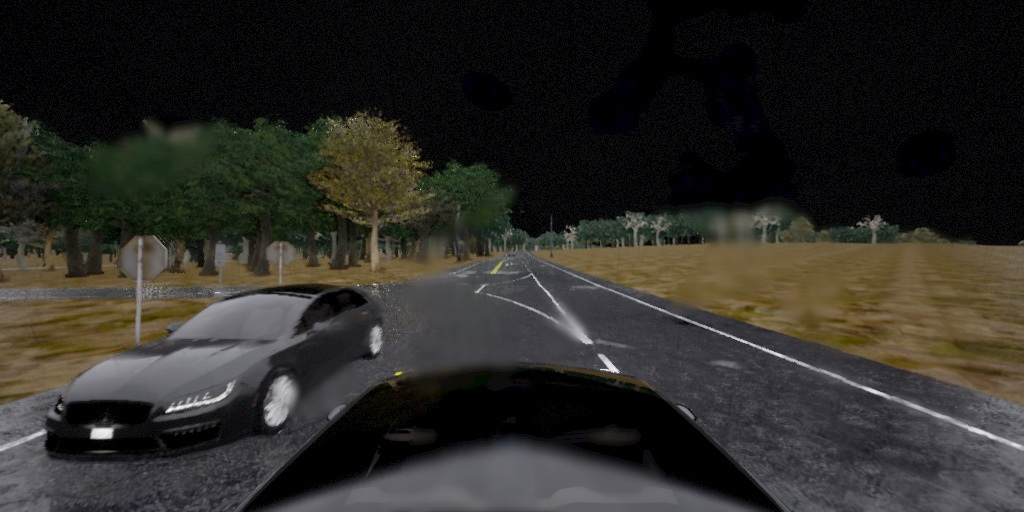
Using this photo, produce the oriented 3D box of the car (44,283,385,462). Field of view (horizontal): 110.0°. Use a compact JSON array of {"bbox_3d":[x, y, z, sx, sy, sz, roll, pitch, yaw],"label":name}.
[{"bbox_3d":[-3.499,1.239,5.486,1.837,1.490,4.892,0,1,0],"label":"car"}]
